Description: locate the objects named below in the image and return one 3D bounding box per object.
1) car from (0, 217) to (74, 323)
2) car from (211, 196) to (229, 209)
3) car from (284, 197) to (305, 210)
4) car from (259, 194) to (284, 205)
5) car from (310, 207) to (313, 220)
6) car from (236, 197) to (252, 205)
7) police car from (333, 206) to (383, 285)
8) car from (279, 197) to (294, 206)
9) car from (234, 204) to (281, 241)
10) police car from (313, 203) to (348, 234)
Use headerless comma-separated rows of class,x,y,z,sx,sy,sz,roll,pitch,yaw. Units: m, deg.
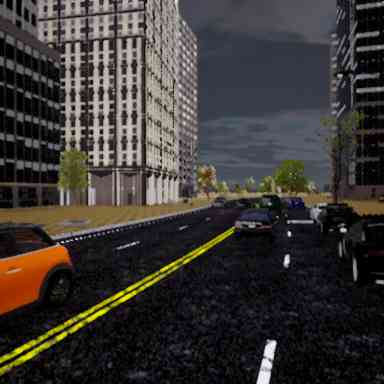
car,-4.026,1.359,5.242,2.097,1.767,4.553,0,0,19
car,4.037,1.396,46.739,2.097,1.767,4.553,0,0,12
car,13.603,1.385,43.915,2.097,1.767,4.553,0,0,12
car,8.123,1.247,34.579,2.150,2.045,5.566,0,0,14
car,9.891,1.539,24.779,1.812,1.442,4.674,0,0,15
car,7.257,1.546,46.241,1.837,1.490,4.892,0,0,12
police car,5.331,1.429,9.293,1.930,1.638,5.238,0,0,18
car,16.372,1.600,57.859,2.033,1.411,5.357,0,0,10
car,3.352,1.559,16.975,2.033,1.411,5.357,0,0,17
police car,8.278,1.435,19.016,1.930,1.638,5.238,0,0,16
